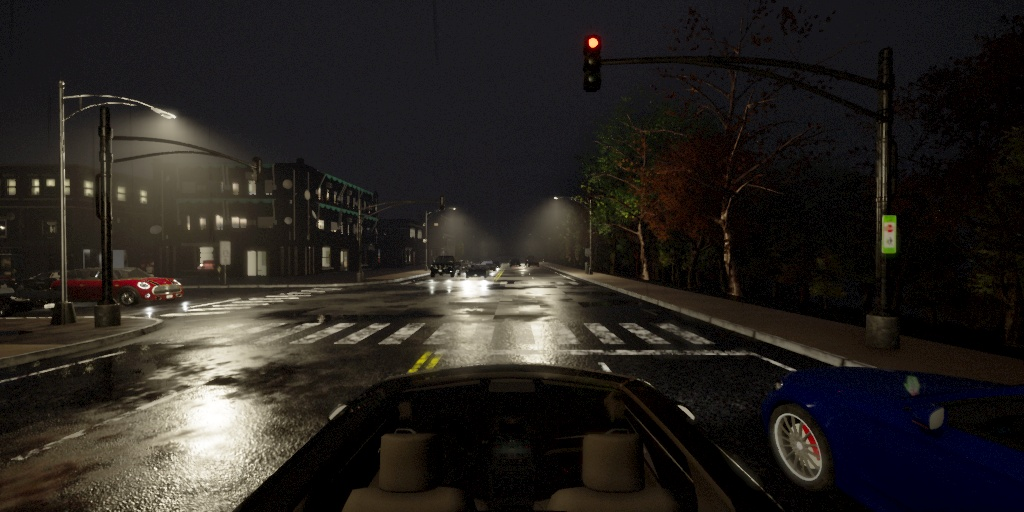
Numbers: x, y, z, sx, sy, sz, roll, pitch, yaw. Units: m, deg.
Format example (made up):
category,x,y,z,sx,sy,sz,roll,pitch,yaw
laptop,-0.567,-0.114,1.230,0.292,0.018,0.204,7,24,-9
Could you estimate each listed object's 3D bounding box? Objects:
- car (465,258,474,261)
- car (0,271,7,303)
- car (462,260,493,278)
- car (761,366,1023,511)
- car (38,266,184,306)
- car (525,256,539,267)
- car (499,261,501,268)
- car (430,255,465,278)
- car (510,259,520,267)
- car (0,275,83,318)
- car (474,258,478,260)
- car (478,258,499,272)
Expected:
category,x,y,z,sx,sy,sz,roll,pitch,yaw
car,-6.263,1.239,45.131,1.837,1.490,4.892,0,0,0
car,-27.203,1.548,16.521,4.902,1.511,2.128,-1,1,0
car,-3.110,1.341,33.009,1.895,1.301,4.718,0,0,0
car,3.354,1.276,1.567,1.812,1.442,4.674,0,0,1
car,-17.993,1.302,16.466,4.553,1.767,2.097,-1,1,0
car,3.839,1.204,64.633,1.882,1.535,5.008,0,0,1
car,-2.888,1.292,58.438,1.994,1.385,4.181,0,0,1
car,-6.321,0.961,34.844,2.150,2.045,5.566,0,0,2
car,0.589,1.231,64.793,1.837,1.490,4.892,0,0,0
car,-19.857,1.565,13.749,4.313,1.339,1.948,0,0,1
car,-6.092,1.078,61.888,2.097,1.767,4.553,0,0,1
car,-3.014,1.299,44.906,1.994,1.385,4.181,0,0,0
